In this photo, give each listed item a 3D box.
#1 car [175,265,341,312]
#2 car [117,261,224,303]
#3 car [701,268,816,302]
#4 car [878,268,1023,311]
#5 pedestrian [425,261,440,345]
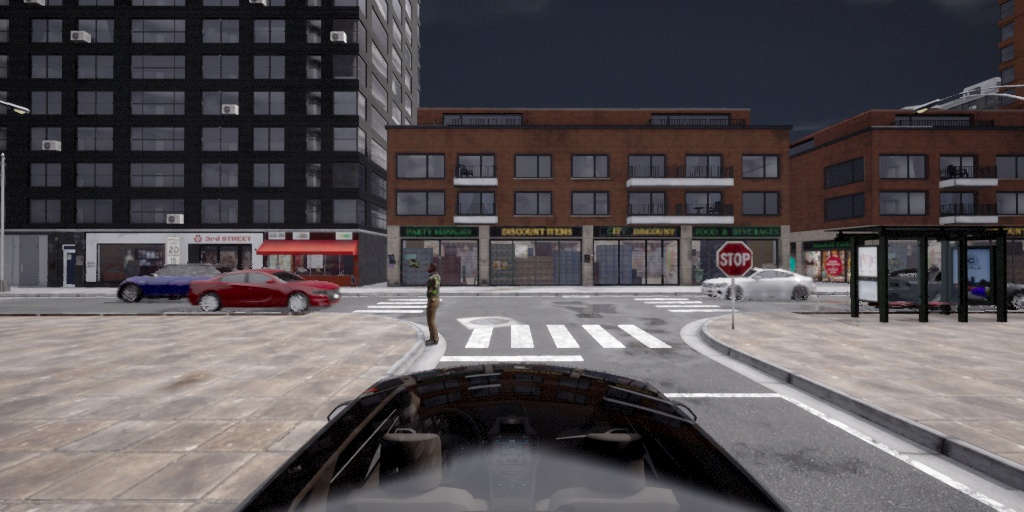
[{"bbox_3d":[-9.056,1.228,13.357,5.008,1.535,1.882,0,0,0],"label":"car"},{"bbox_3d":[-14.867,1.133,16.290,4.553,1.767,2.097,0,0,0],"label":"car"},{"bbox_3d":[11.171,1.260,16.379,4.674,1.442,1.812,0,0,0],"label":"car"},{"bbox_3d":[16.337,1.209,13.444,4.892,1.490,1.837,0,0,0],"label":"car"},{"bbox_3d":[-1.773,1.046,8.034,0.375,1.860,0.375,0,0,0],"label":"pedestrian"}]
